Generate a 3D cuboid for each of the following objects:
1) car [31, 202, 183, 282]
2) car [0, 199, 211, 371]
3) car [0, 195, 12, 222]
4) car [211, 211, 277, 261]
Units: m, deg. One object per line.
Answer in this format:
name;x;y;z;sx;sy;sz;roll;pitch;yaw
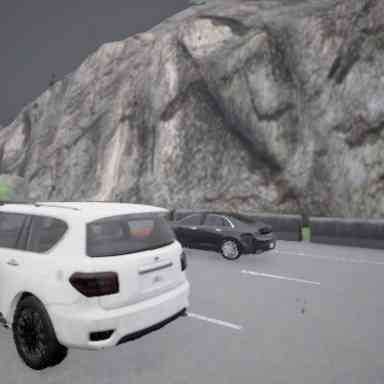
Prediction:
car;-2.723;1.287;10.233;4.553;1.767;2.097;1;0;35
car;-2.636;1.181;5.872;5.566;2.045;2.150;1;0;35
car;-14.725;1.068;23.090;4.553;1.767;2.097;1;1;36
car;0.606;1.456;12.158;4.892;1.490;1.837;1;0;35
